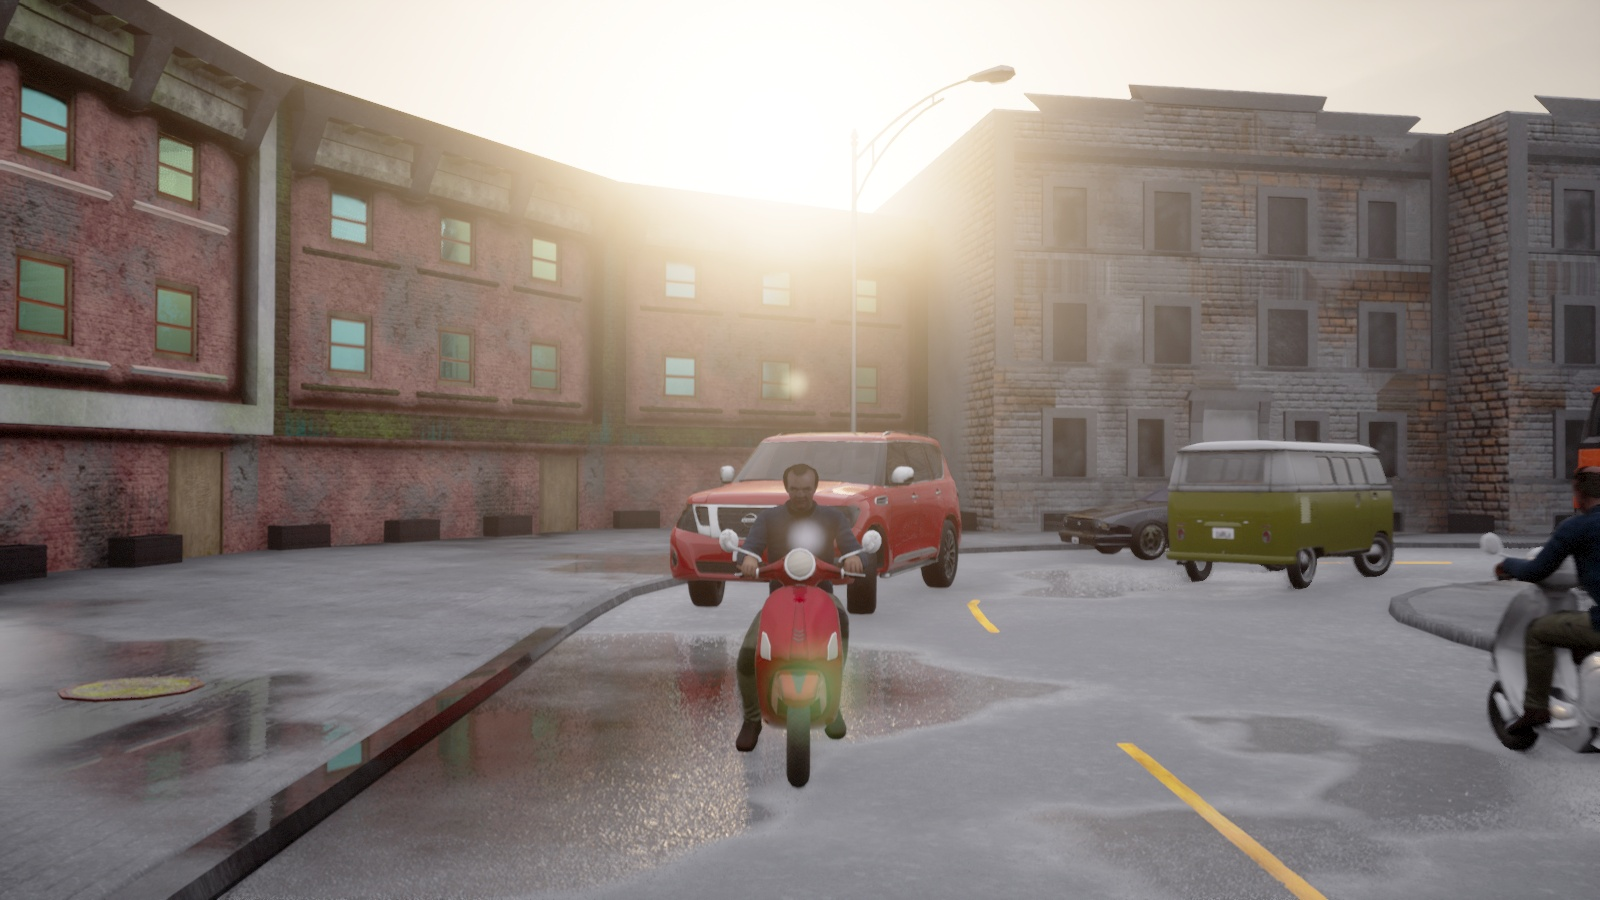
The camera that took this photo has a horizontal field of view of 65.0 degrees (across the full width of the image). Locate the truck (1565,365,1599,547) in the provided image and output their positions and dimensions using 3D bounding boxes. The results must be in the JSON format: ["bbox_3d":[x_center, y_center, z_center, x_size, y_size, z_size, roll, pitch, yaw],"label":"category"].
[{"bbox_3d":[19.178,0.101,23.497,7.936,3.462,2.891,0,-1,0],"label":"truck"}]

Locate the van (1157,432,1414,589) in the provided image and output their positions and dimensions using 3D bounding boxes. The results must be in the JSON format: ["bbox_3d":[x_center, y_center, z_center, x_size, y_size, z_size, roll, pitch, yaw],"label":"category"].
[{"bbox_3d":[7.095,0.805,18.107,1.775,1.987,4.442,-2,-2,45],"label":"van"}]

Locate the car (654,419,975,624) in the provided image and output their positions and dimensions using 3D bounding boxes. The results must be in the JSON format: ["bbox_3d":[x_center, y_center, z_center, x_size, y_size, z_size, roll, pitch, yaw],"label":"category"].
[{"bbox_3d":[0.456,0.760,15.543,2.150,2.045,5.566,-1,-1,21],"label":"car"}]

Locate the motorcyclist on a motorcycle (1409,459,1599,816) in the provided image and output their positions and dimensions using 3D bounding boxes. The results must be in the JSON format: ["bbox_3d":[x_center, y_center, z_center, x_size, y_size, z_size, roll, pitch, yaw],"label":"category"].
[{"bbox_3d":[3.986,0.843,6.391,0.866,1.590,1.817,0,-1,0],"label":"motorcyclist on a motorcycle"}]

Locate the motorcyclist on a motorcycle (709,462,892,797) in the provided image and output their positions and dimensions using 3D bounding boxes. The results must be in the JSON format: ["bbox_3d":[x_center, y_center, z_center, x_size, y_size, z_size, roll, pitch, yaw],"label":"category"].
[{"bbox_3d":[0.009,0.867,6.883,0.866,1.590,1.817,0,-1,1],"label":"motorcyclist on a motorcycle"}]

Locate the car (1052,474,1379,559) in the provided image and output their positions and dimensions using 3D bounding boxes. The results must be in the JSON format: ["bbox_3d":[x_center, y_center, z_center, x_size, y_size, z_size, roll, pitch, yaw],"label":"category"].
[{"bbox_3d":[7.528,1.170,22.947,5.357,1.411,2.033,0,-1,-11],"label":"car"}]
